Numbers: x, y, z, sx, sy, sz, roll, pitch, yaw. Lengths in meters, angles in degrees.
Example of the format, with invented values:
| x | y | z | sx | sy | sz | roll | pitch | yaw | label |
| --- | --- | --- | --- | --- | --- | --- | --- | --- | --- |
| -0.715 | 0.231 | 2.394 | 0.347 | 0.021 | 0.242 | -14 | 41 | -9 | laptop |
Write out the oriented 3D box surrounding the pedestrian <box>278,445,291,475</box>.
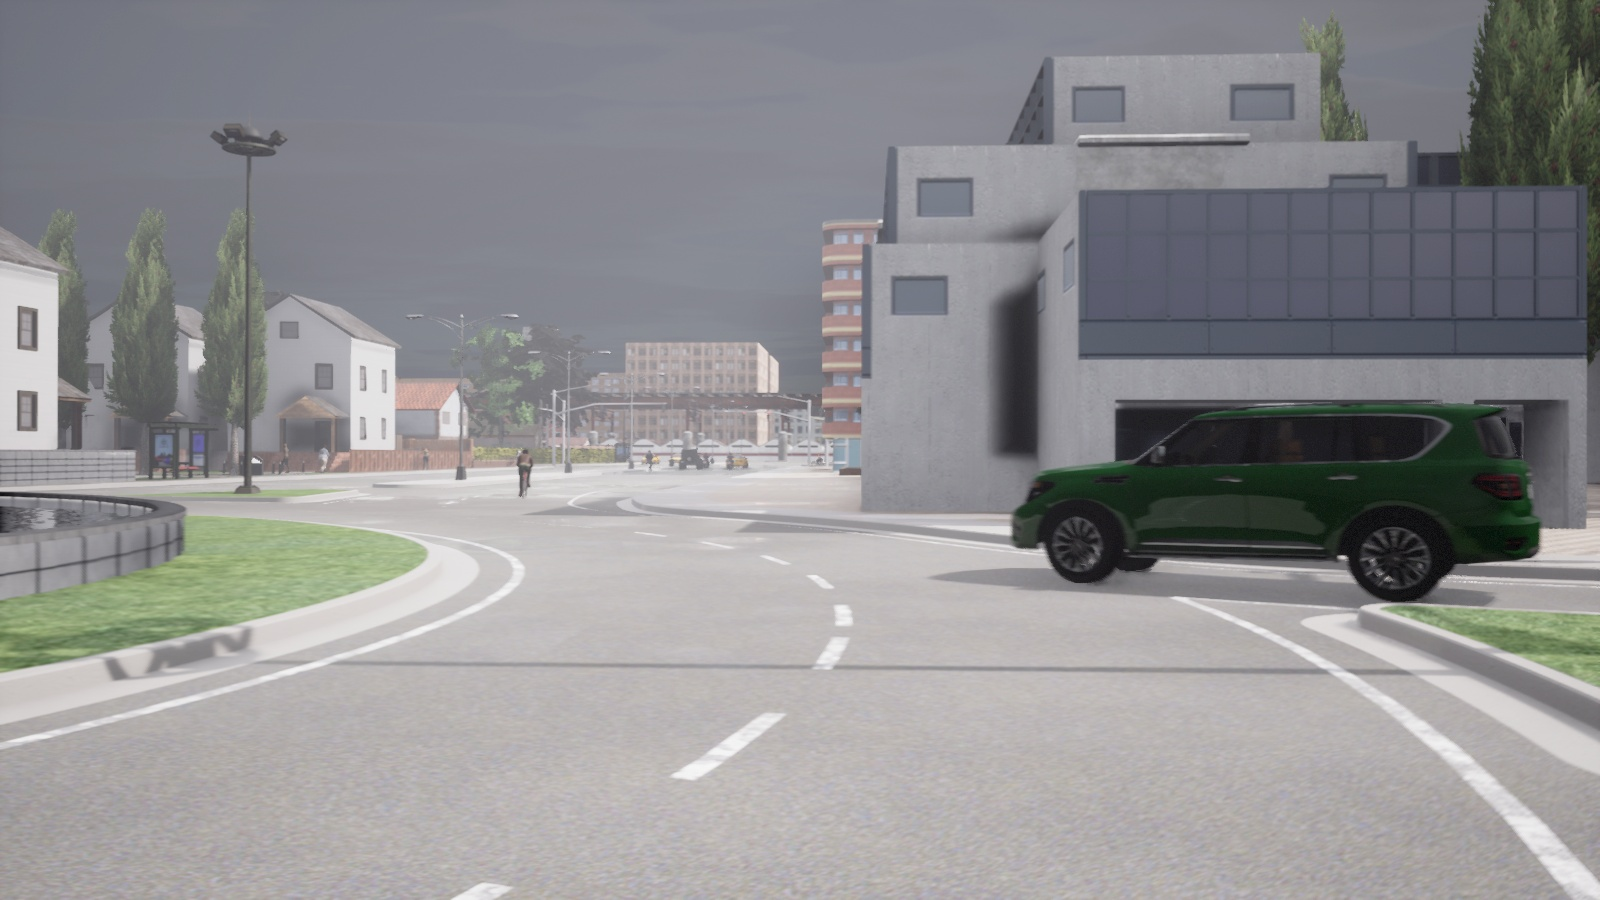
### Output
| x | y | z | sx | sy | sz | roll | pitch | yaw | label |
| --- | --- | --- | --- | --- | --- | --- | --- | --- | --- |
| -31.430 | 0.624 | 76.571 | 0.634 | 1.846 | 0.331 | 0 | 0 | -4 | pedestrian |

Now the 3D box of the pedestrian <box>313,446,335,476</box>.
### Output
| x | y | z | sx | sy | sz | roll | pitch | yaw | label |
| --- | --- | --- | --- | --- | --- | --- | --- | --- | --- |
| -29.370 | 0.668 | 77.443 | 0.874 | 1.855 | 0.900 | 0 | 0 | 20 | pedestrian |

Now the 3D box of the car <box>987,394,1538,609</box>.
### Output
| x | y | z | sx | sy | sz | roll | pitch | yaw | label |
| --- | --- | --- | --- | --- | --- | --- | --- | --- | --- |
| 5.151 | 0.494 | 14.319 | 5.566 | 2.045 | 2.150 | 0 | 0 | 32 | car |
